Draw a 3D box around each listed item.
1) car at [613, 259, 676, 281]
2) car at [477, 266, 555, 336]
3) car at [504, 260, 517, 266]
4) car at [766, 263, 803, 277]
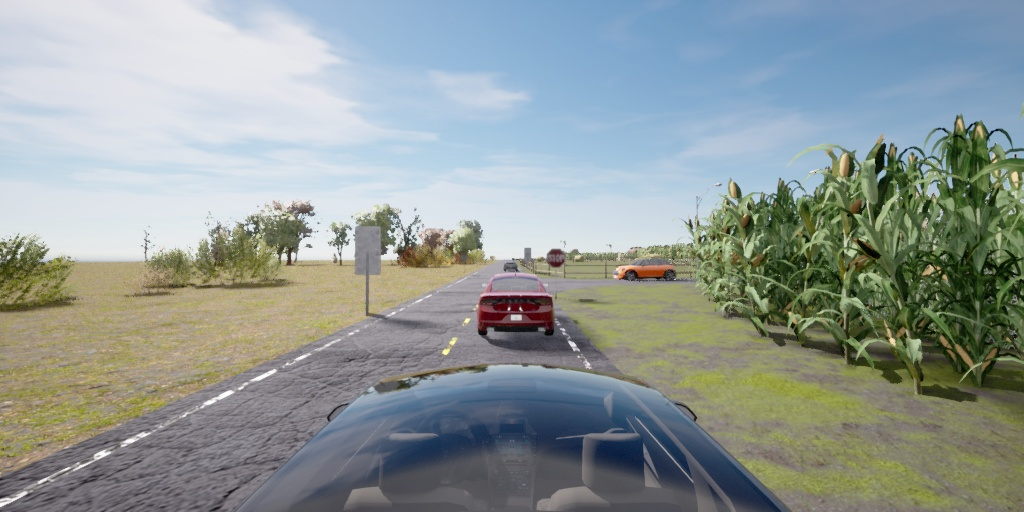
[{"bbox_3d":[10.256,1.022,28.020,4.553,1.767,2.097,-1,-1,-4],"label":"car"},{"bbox_3d":[0.094,1.231,10.498,1.882,1.535,5.008,0,0,0],"label":"car"},{"bbox_3d":[-0.194,1.283,50.539,2.128,1.511,4.902,0,0,-1],"label":"car"},{"bbox_3d":[23.291,1.095,28.365,5.357,1.411,2.033,-1,-1,-1],"label":"car"}]
